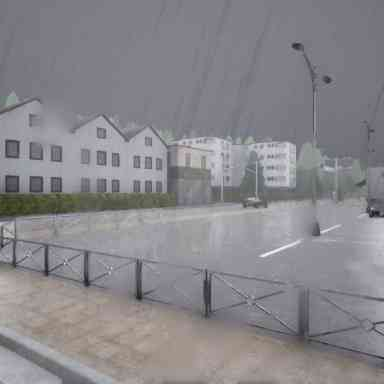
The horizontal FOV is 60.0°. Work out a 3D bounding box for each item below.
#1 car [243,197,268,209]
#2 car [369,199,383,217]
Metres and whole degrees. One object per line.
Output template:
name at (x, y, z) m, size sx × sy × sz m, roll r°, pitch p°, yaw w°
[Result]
car at (8.138, 1.334, 42.783) m, size 1.812 × 1.442 × 4.674 m, roll 0°, pitch 0°, yaw 36°
car at (15.516, 1.298, 26.748) m, size 2.007 × 1.523 × 4.514 m, roll 0°, pitch 0°, yaw 35°
